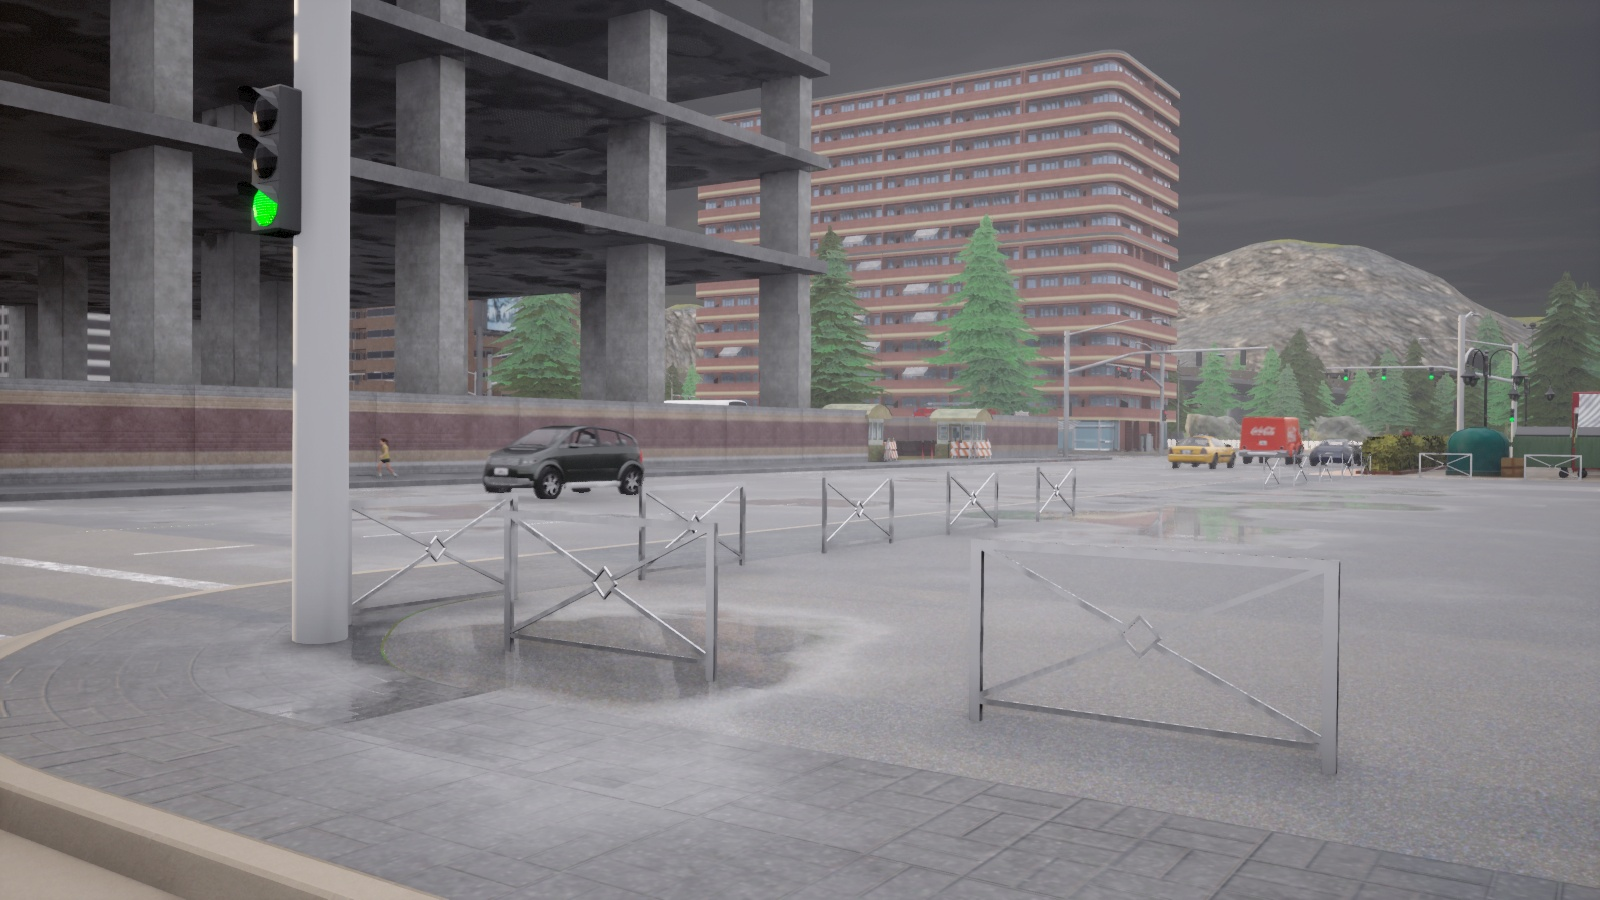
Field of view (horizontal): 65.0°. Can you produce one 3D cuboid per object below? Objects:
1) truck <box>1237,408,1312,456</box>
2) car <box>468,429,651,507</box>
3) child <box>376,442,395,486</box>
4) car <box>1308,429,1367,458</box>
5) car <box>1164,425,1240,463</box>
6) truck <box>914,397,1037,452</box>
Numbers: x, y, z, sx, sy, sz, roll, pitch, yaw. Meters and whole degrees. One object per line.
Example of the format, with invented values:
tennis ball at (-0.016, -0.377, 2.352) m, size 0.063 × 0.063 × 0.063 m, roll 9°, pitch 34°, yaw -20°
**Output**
truck at (25.159, -0.947, 66.526) m, size 2.627 × 2.467 × 5.204 m, roll 0°, pitch 1°, yaw 33°
car at (-5.097, 0.332, 27.019) m, size 1.789 × 1.549 × 3.705 m, roll 0°, pitch 1°, yaw 33°
child at (-10.705, 0.363, 32.417) m, size 0.394 × 1.110 × 0.255 m, roll -1°, pitch 1°, yaw -42°
car at (26.959, -0.363, 62.899) m, size 1.994 × 1.385 × 4.181 m, roll 0°, pitch 1°, yaw 33°
car at (17.738, -0.300, 55.277) m, size 1.801 × 1.575 × 5.366 m, roll 0°, pitch 1°, yaw 33°
truck at (12.721, -1.797, 91.465) m, size 8.468 × 3.827 × 2.891 m, roll 0°, pitch 1°, yaw 34°
